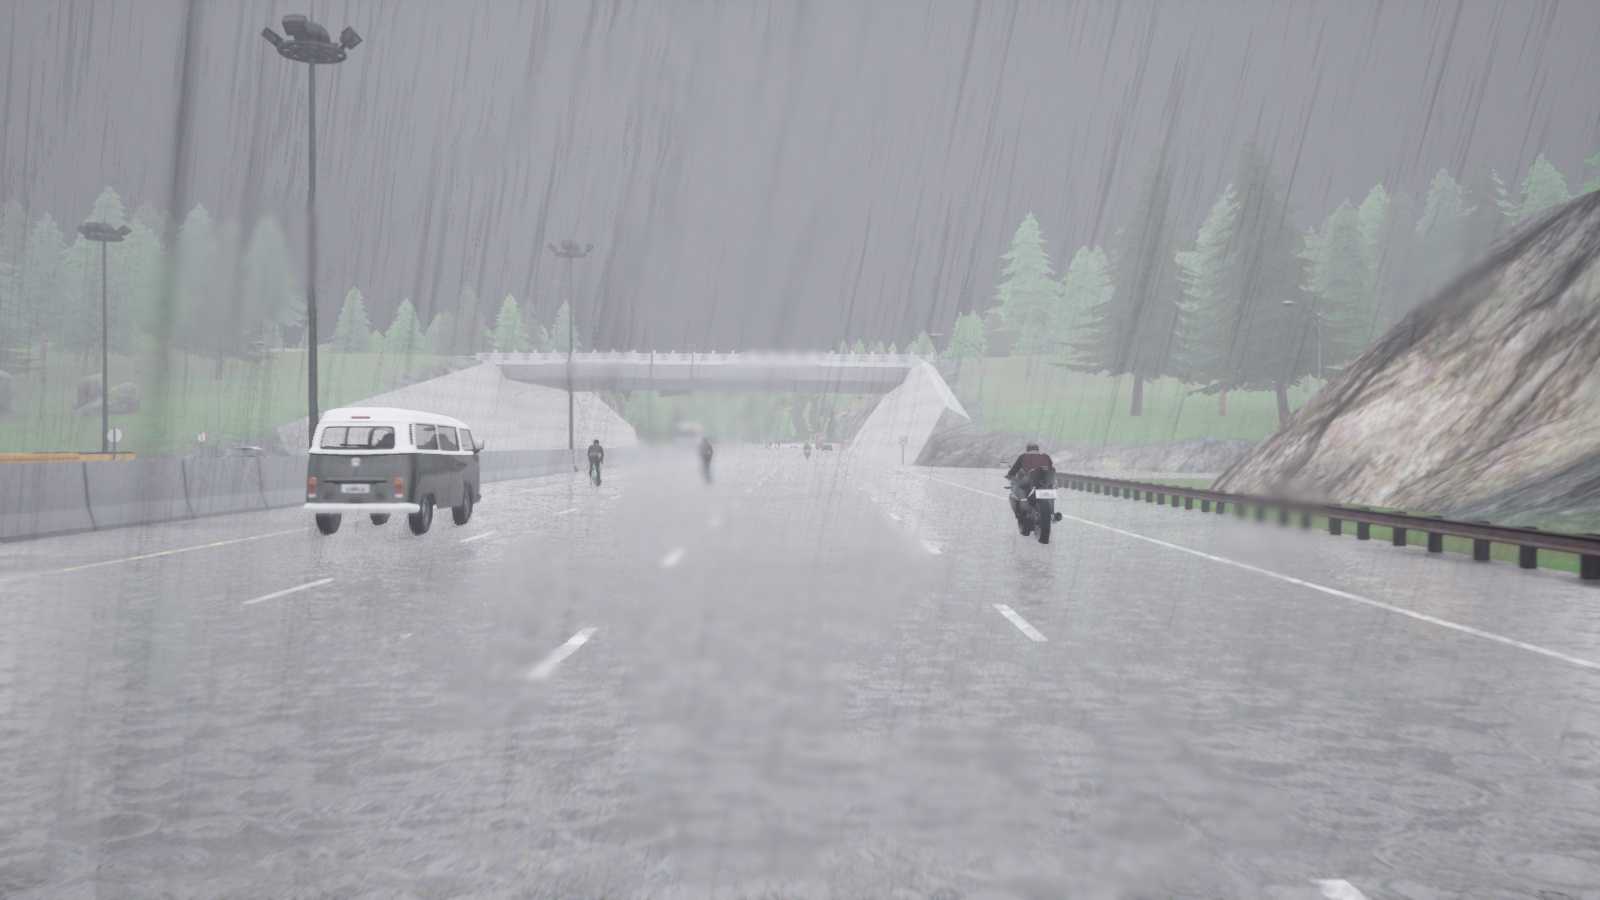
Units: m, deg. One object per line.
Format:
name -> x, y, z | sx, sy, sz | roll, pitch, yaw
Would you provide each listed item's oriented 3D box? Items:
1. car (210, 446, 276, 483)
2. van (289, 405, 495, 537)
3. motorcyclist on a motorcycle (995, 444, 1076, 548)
car -> -20.719, 0.521, 46.804 | 1.481, 1.376, 2.207 | 0, 0, 0
van -> -6.861, 0.336, 21.667 | 2.069, 2.038, 4.480 | 0, 0, 0
motorcyclist on a motorcycle -> 3.627, 0.674, 19.534 | 0.866, 1.530, 2.191 | 0, 0, 0
